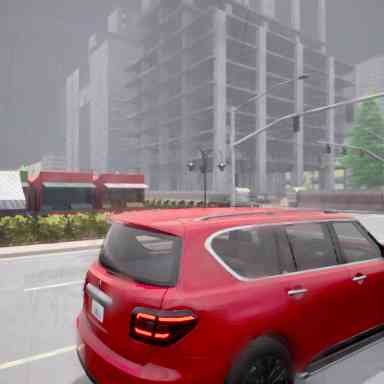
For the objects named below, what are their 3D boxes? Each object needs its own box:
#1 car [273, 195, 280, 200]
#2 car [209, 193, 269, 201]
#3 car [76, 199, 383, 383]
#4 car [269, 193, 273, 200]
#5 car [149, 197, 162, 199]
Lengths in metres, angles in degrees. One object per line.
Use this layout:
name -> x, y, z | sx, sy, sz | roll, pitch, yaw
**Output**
car -> 14.053, 1.114, 59.946 | 1.905, 1.878, 3.866 | 0, 0, -36
car -> 3.617, 1.166, 29.021 | 2.150, 2.045, 5.566 | 0, 0, -36
car -> 1.292, 1.221, 4.713 | 5.566, 2.045, 2.150 | 0, 0, -35
car -> 11.664, 1.114, 58.231 | 1.905, 1.878, 3.866 | 0, 0, -36
car -> -4.177, 1.422, 39.747 | 1.882, 1.535, 5.008 | 0, 0, -36
